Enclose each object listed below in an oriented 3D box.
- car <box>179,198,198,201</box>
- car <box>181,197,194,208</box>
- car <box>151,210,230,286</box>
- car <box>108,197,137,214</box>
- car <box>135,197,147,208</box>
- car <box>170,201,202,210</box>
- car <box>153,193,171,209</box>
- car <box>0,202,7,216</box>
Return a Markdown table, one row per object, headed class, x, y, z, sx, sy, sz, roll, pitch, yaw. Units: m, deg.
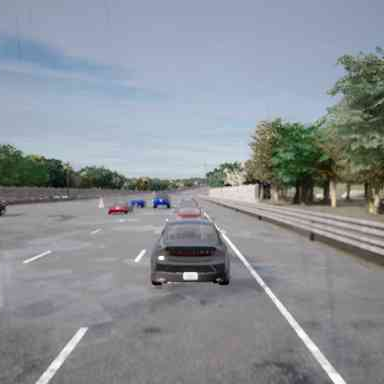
| class | x | y | z | sx | sy | sz | roll | pitch | yaw |
| --- | --- | --- | --- | --- | --- | --- | --- | --- | --- |
| car | -0.272 | 1.492 | 27.254 | 1.837 | 1.490 | 4.892 | 0 | 0 | -1 |
| car | -0.662 | 1.519 | 48.373 | 1.812 | 1.442 | 4.674 | 0 | 0 | -2 |
| car | -0.048 | 1.495 | 9.343 | 1.837 | 1.490 | 4.892 | 0 | 0 | 0 |
| car | -7.319 | 1.538 | 34.515 | 1.994 | 1.385 | 4.181 | 0 | 0 | -2 |
| car | -7.652 | 1.454 | 47.731 | 1.882 | 1.535 | 5.008 | 0 | 0 | -1 |
| car | -0.156 | 1.512 | 19.905 | 1.812 | 1.442 | 4.674 | 0 | 0 | -1 |
| car | -4.106 | 1.208 | 46.080 | 2.150 | 2.045 | 5.566 | 0 | 0 | -1 |
| car | -17.832 | 1.425 | 28.460 | 1.882 | 1.535 | 5.008 | 0 | 0 | -2 |
